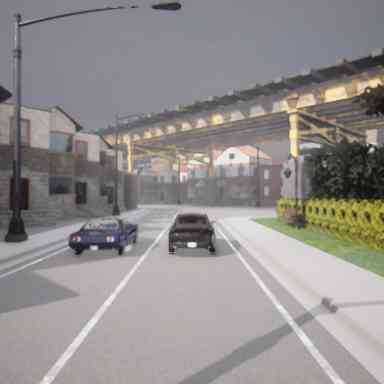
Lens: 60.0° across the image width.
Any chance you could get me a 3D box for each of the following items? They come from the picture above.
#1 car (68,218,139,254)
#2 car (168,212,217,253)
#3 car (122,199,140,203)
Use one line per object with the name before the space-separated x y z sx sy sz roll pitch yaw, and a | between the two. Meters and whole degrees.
car | -3.497 1.735 14.110 1.895 1.301 4.718 0 0 0
car | 0.005 1.644 14.320 1.837 1.490 4.892 0 0 0
car | -16.809 2.307 90.687 4.974 1.542 2.038 0 -1 -15
